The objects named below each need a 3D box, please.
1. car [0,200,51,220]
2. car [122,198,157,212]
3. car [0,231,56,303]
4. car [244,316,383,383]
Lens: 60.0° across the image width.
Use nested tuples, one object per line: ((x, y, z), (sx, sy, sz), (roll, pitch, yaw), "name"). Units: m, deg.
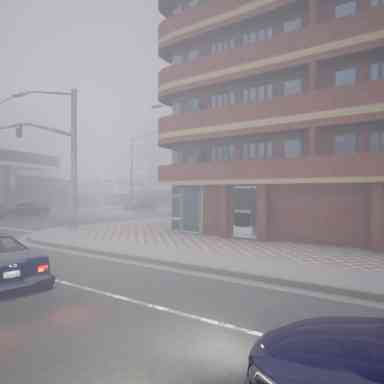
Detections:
((-14.360, 1.499, 27.885), (1.837, 1.490, 4.892), (0, 1, 34), "car")
((-6.192, 1.531, 39.892), (1.837, 1.490, 4.892), (0, 1, 34), "car")
((-5.246, 1.545, 7.633), (5.357, 1.411, 2.033), (0, 0, 38), "car")
((2.605, 1.537, 2.135), (4.674, 1.442, 1.812), (0, 0, 35), "car")
